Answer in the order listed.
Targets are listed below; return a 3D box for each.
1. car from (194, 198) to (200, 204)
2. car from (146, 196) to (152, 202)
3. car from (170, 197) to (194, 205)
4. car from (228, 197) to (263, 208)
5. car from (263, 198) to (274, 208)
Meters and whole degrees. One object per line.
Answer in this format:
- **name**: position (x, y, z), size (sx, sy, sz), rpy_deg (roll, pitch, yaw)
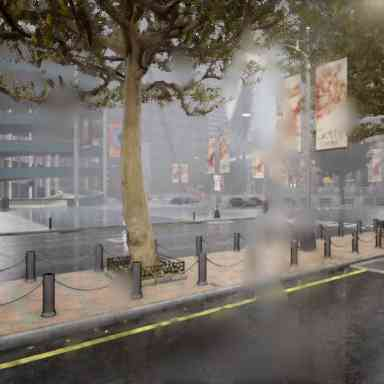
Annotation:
- **car**: position (-0.282, 1.564, 63.388), size (1.994, 1.385, 4.181), rpy_deg (0, 0, -38)
- **car**: position (-11.634, 1.224, 73.898), size (5.566, 2.045, 2.150), rpy_deg (0, 0, 30)
- **car**: position (-2.146, 1.563, 60.040), size (1.994, 1.385, 4.181), rpy_deg (0, 0, -38)
- **car**: position (7.178, 1.504, 47.132), size (1.837, 1.490, 4.892), rpy_deg (0, 0, -35)
- **car**: position (9.906, 1.477, 49.343), size (1.882, 1.535, 5.008), rpy_deg (0, 0, -35)
